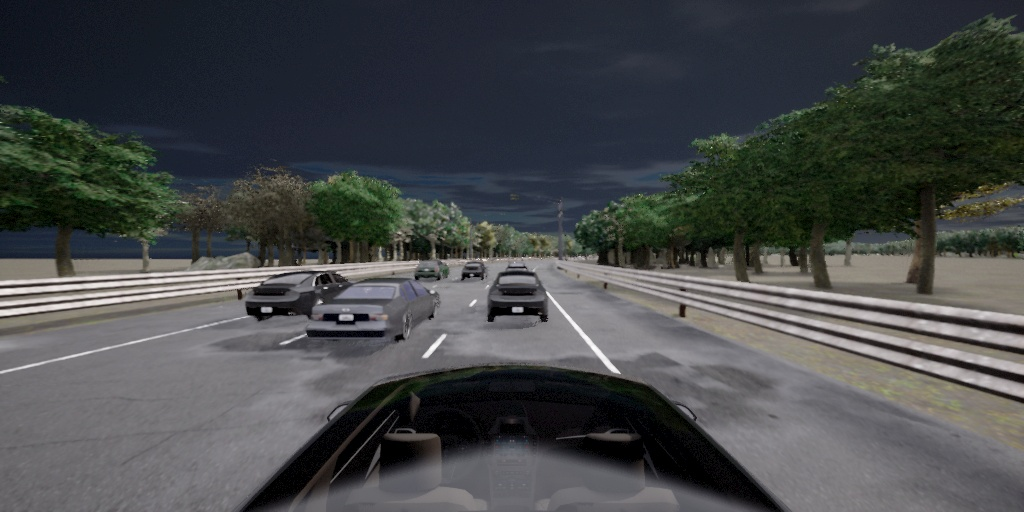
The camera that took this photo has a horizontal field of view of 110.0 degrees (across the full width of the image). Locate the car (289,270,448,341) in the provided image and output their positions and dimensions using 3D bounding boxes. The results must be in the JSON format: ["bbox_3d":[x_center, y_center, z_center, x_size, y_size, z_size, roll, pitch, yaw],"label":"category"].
[{"bbox_3d":[-3.341,1.292,9.783,2.033,1.411,5.357,0,0,0],"label":"car"}]

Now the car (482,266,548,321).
[{"bbox_3d":[0.182,1.252,12.417,1.837,1.490,4.892,0,0,0],"label":"car"}]

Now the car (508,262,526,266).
[{"bbox_3d":[0.423,1.232,30.150,2.128,1.511,4.902,0,0,1],"label":"car"}]

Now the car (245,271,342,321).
[{"bbox_3d":[-6.817,1.246,12.415,1.837,1.490,4.892,0,0,0],"label":"car"}]

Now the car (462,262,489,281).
[{"bbox_3d":[-3.069,1.244,30.335,1.837,1.490,4.892,0,0,1],"label":"car"}]

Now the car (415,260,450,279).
[{"bbox_3d":[-6.575,1.088,29.988,2.097,1.767,4.553,0,0,1],"label":"car"}]
